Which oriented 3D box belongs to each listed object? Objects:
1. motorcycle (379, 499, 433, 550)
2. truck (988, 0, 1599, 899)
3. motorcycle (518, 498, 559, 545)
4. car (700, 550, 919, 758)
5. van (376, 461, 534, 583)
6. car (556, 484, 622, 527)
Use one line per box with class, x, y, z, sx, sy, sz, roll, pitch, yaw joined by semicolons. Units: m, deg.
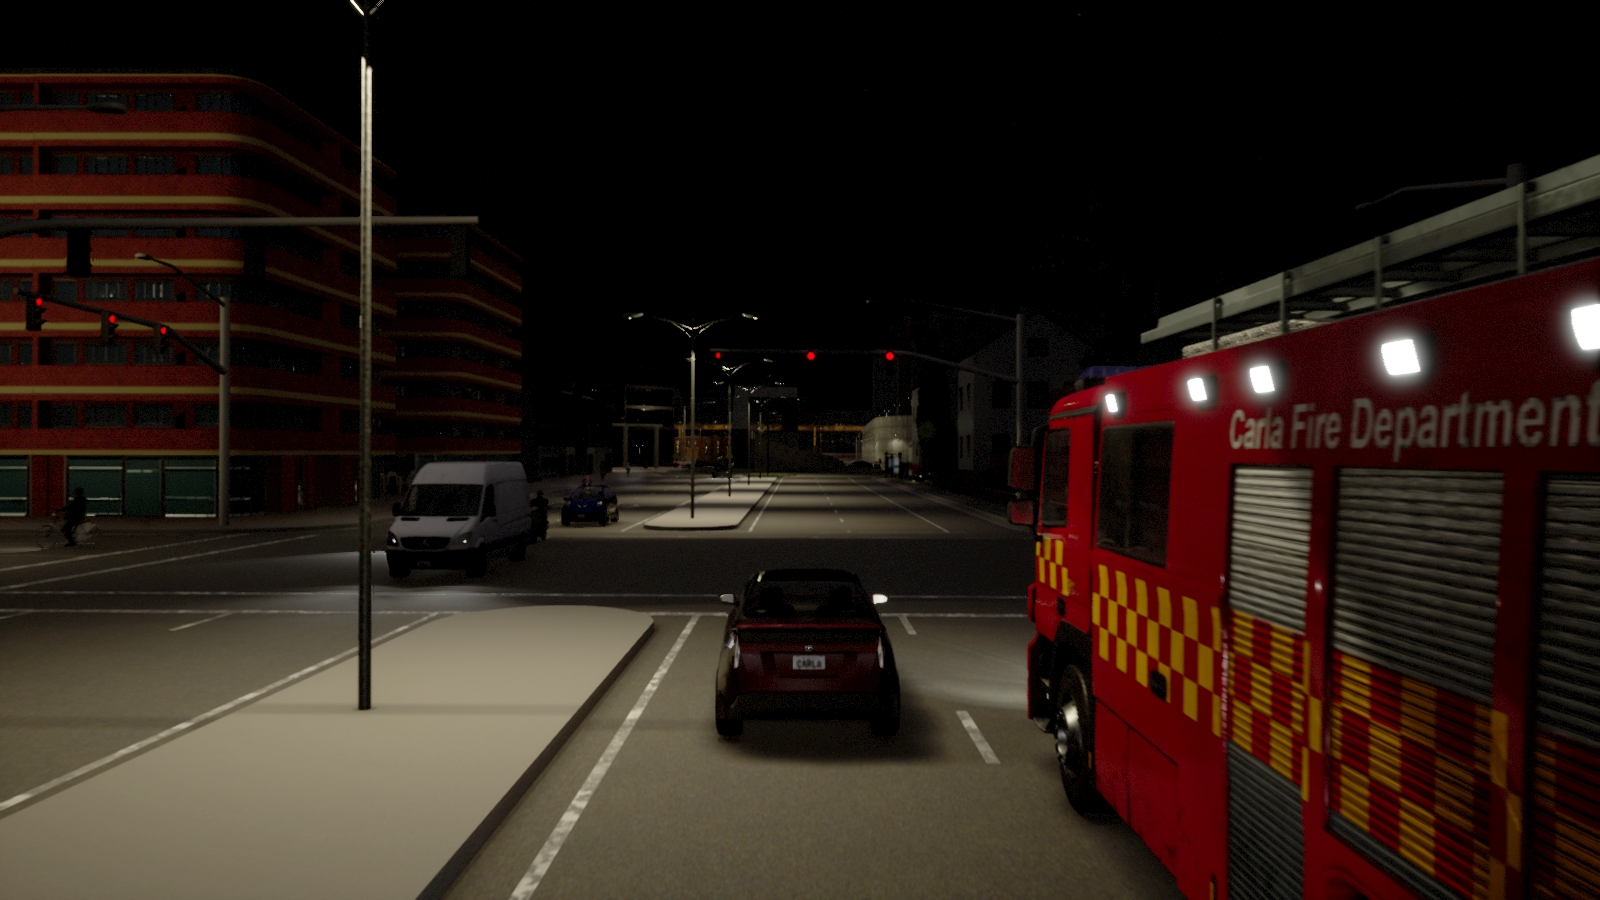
motorcycle;-11.530;2.169;33.511;0.764;1.332;2.356;0;0;0
truck;3.241;0.916;6.692;2.891;3.827;8.468;0;0;0
motorcycle;-8.012;2.171;35.105;0.856;1.341;1.805;0;0;0
car;0.056;2.066;12.729;2.007;1.525;4.514;0;0;-1
van;-8.025;1.561;27.254;1.988;2.561;5.915;0;0;0
car;-8.030;2.096;43.793;1.845;1.501;3.633;0;0;0
